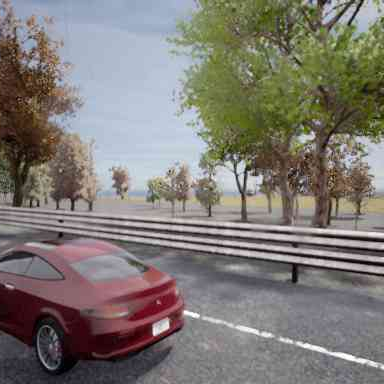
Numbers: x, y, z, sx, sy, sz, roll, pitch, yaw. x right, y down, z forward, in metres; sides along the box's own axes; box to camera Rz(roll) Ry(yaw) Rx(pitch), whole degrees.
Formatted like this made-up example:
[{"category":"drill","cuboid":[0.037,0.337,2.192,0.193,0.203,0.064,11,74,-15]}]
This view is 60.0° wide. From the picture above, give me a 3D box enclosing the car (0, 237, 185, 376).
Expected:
[{"category":"car","cuboid":[-2.249,1.493,5.502,4.674,1.442,1.812,0,0,36]}]
